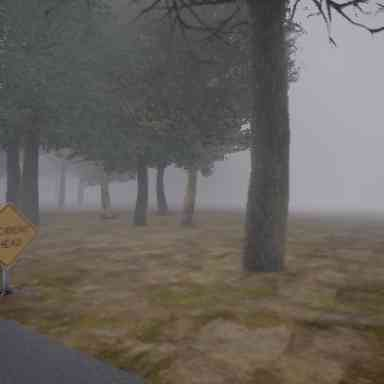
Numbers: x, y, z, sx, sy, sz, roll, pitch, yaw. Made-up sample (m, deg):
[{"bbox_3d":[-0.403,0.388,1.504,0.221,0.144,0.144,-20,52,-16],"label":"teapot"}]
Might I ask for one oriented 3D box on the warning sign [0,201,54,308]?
[{"bbox_3d":[-3.629,1.129,6.538,1.060,1.860,1.300,1,0,36],"label":"warning sign"}]
